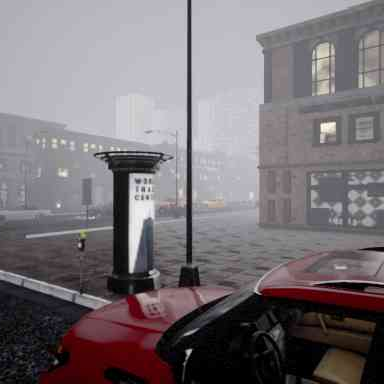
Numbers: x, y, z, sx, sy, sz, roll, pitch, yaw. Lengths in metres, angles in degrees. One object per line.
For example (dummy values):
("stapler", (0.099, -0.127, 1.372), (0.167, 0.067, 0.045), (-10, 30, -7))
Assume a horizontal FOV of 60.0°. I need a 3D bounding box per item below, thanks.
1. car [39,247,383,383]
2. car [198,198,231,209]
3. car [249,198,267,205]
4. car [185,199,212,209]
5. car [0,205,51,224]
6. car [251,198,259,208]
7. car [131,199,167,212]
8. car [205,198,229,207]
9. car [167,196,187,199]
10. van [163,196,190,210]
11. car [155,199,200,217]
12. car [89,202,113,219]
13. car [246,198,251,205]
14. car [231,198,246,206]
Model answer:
("car", (1.165, 1.315, 2.044), (5.009, 1.841, 2.192), (0, 0, 35))
("car", (3.367, 1.682, 49.812), (1.882, 1.535, 5.008), (0, 0, 36))
("car", (13.814, 1.874, 69.273), (2.008, 1.369, 4.403), (0, -1, 35))
("car", (1.108, 1.754, 51.185), (2.008, 1.369, 4.403), (0, 0, 35))
("car", (-13.563, 1.666, 25.790), (1.895, 1.301, 4.718), (0, 0, 35))
("car", (11.142, 1.674, 50.891), (1.967, 1.590, 4.097), (0, -1, 35))
("car", (-5.343, 1.672, 42.003), (1.752, 1.417, 4.829), (0, 0, 35))
("car", (4.187, 1.756, 55.568), (1.752, 1.417, 4.829), (0, 0, 35))
("car", (-2.503, 1.505, 41.513), (2.097, 1.767, 4.553), (0, 0, 35))
("van", (-2.069, 1.516, 46.665), (1.690, 1.788, 3.998), (0, 0, 35))
("car", (-1.520, 1.668, 32.774), (1.887, 1.381, 4.507), (0, 0, 35))
("car", (-6.591, 1.700, 30.145), (1.895, 1.301, 4.718), (0, 0, 35))
("car", (10.637, 1.843, 64.750), (2.008, 1.369, 4.403), (0, -1, 35))
("car", (7.461, 1.813, 60.229), (2.008, 1.369, 4.403), (0, -1, 35))
